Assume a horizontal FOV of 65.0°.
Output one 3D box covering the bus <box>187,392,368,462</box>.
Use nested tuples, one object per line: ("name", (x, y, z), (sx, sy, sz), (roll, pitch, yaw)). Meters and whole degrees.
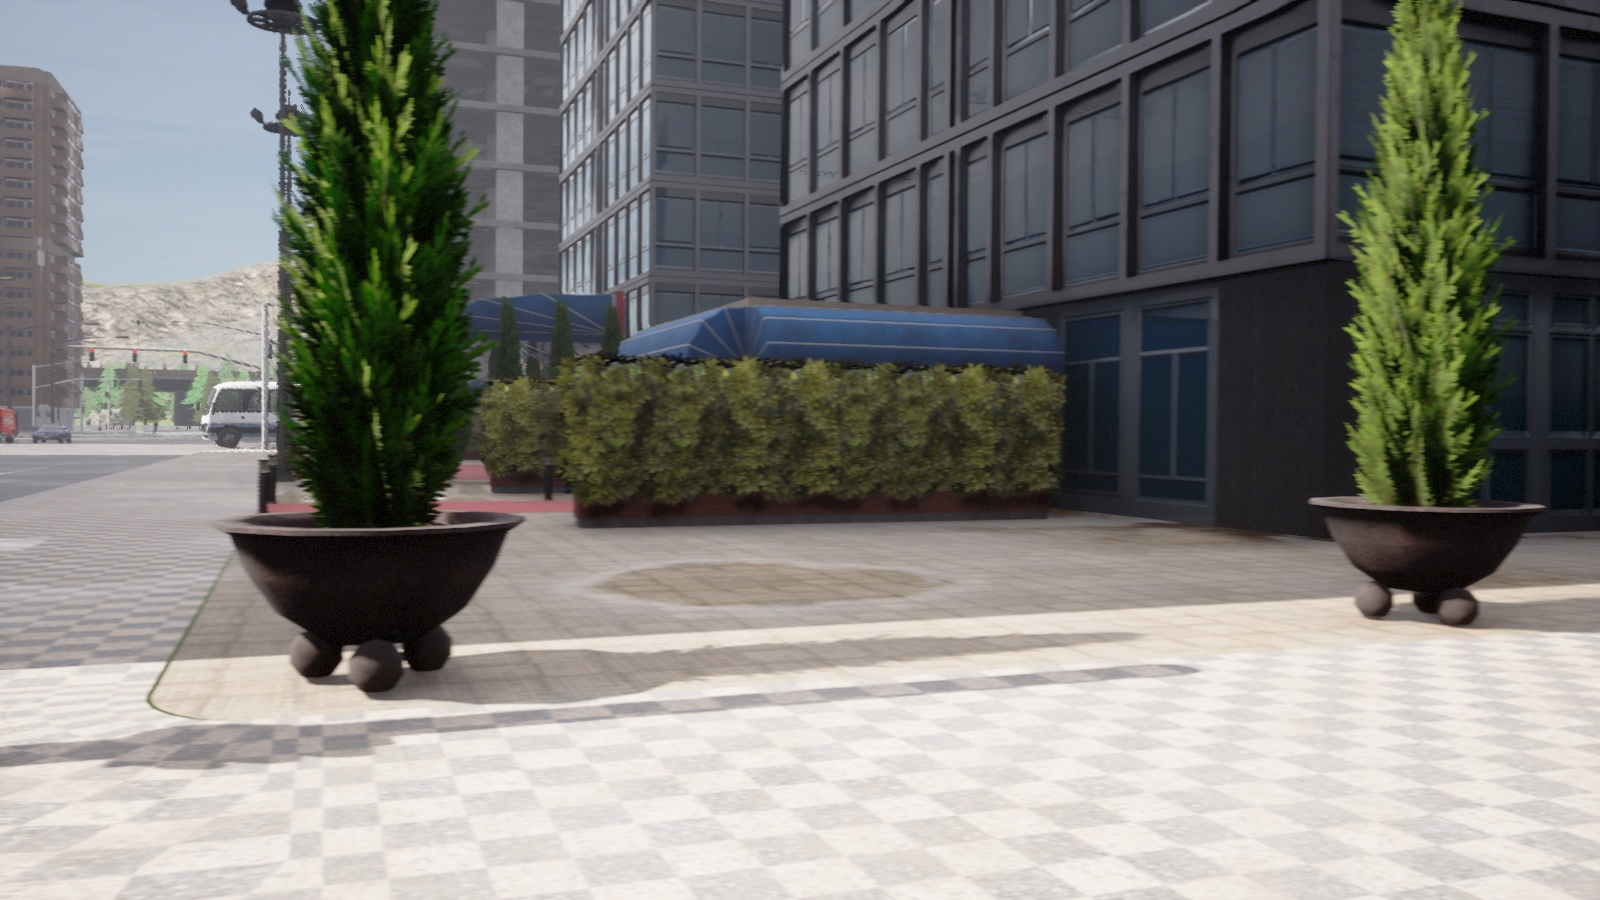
("bus", (-33.454, -1.525, 80.529), (10.273, 4.253, 3.944), (-1, 2, -28))
